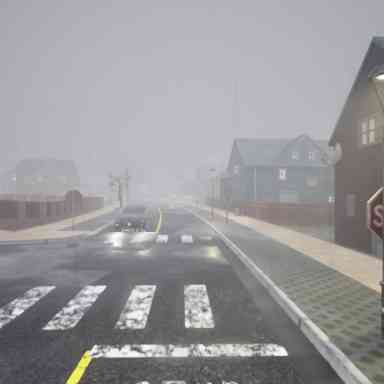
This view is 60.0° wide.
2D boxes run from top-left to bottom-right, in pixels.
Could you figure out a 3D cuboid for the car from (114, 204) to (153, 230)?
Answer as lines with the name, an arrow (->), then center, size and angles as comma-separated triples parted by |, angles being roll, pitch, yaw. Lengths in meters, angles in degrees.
car -> -3.549, 1.539, 20.981 | 1.837, 1.490, 4.892 | 1, 0, -1
